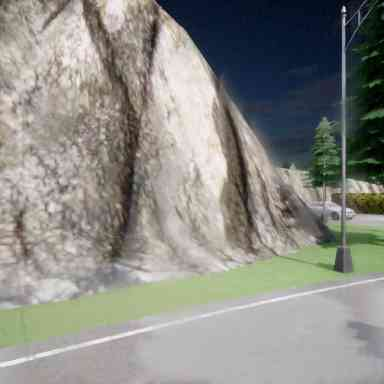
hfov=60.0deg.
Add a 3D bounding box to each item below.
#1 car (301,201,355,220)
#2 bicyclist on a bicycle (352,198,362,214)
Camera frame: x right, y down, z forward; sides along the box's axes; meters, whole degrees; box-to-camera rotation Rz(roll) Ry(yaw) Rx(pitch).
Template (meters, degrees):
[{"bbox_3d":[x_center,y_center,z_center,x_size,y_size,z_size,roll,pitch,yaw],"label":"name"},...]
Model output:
[{"bbox_3d":[11.332,1.526,27.991,1.812,1.442,4.674,0,0,-28],"label":"car"},{"bbox_3d":[16.507,1.453,33.370,1.656,1.620,0.582,0,0,-28],"label":"bicyclist on a bicycle"}]
